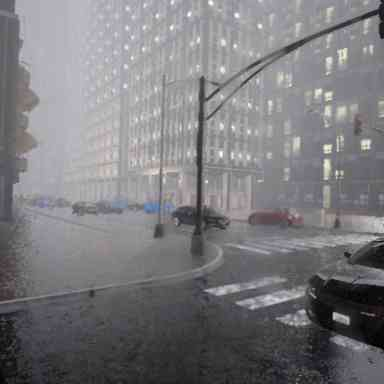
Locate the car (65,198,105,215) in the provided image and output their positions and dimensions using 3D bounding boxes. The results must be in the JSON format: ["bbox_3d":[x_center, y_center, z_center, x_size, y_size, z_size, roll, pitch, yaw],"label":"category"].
[{"bbox_3d":[-10.663,1.568,33.054,2.008,1.369,4.403,2,-1,-35],"label":"car"}]

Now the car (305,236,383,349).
[{"bbox_3d":[4.180,1.579,6.233,5.008,1.535,1.882,1,-1,-35],"label":"car"}]

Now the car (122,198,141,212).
[{"bbox_3d":[-7.097,1.842,42.506,2.008,1.369,4.403,2,-1,-35],"label":"car"}]

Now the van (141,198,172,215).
[{"bbox_3d":[-3.824,1.640,37.902,1.690,1.788,3.998,2,-1,-35],"label":"van"}]

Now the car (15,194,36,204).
[{"bbox_3d":[-30.259,1.295,60.706,2.192,1.841,5.009,2,-1,-35],"label":"car"}]

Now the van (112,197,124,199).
[{"bbox_3d":[-10.358,1.625,47.118,1.690,1.788,3.998,2,-1,-35],"label":"van"}]

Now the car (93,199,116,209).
[{"bbox_3d":[-13.632,1.843,51.722,1.947,1.339,4.313,2,-1,-35],"label":"car"}]

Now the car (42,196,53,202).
[{"bbox_3d":[-36.502,1.825,83.976,1.802,1.307,4.206,2,-1,-35],"label":"car"}]

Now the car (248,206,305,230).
[{"bbox_3d":[5.975,1.764,24.077,1.967,1.590,4.097,2,-1,-35],"label":"car"}]

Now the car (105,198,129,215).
[{"bbox_3d":[-8.975,1.651,35.153,2.033,1.411,5.357,2,-1,-35],"label":"car"}]

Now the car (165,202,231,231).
[{"bbox_3d":[0.496,1.632,21.791,1.837,1.490,4.892,2,-1,-35],"label":"car"}]

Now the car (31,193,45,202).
[{"bbox_3d":[-37.376,1.371,80.581,2.150,2.045,5.566,2,-1,-35],"label":"car"}]

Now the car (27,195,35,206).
[{"bbox_3d":[-23.732,1.573,51.485,1.802,1.307,4.206,2,-1,-35],"label":"car"}]

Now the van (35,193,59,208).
[{"bbox_3d":[-20.458,1.338,46.881,1.690,1.788,3.998,2,-1,-35],"label":"van"}]

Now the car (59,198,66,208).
[{"bbox_3d":[-19.331,1.656,49.926,1.812,1.442,4.674,2,-1,-35],"label":"car"}]

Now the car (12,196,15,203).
[{"bbox_3d":[-36.800,1.536,69.917,1.947,1.339,4.313,2,-1,-35],"label":"car"}]

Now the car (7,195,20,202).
[{"bbox_3d":[-40.066,1.517,74.525,2.008,1.369,4.403,2,-1,-35],"label":"car"}]
